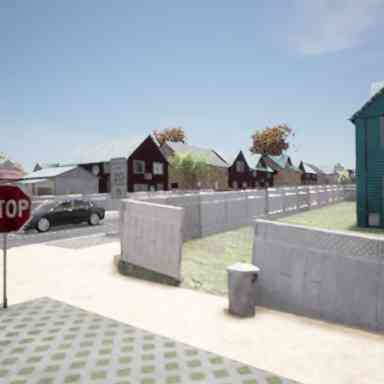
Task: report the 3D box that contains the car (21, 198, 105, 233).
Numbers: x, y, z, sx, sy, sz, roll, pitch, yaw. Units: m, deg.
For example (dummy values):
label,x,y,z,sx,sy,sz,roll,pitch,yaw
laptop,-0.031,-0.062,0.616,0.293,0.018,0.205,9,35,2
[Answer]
label,x,y,z,sx,sy,sz,roll,pitch,yaw
car,-6.751,1.109,17.104,1.837,1.490,4.892,-1,1,35

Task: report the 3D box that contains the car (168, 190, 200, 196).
label,x,y,z,sx,sy,sz,roll,pitch,yaw
car,-0.894,0.682,25.417,2.097,1.767,4.553,-1,1,35
